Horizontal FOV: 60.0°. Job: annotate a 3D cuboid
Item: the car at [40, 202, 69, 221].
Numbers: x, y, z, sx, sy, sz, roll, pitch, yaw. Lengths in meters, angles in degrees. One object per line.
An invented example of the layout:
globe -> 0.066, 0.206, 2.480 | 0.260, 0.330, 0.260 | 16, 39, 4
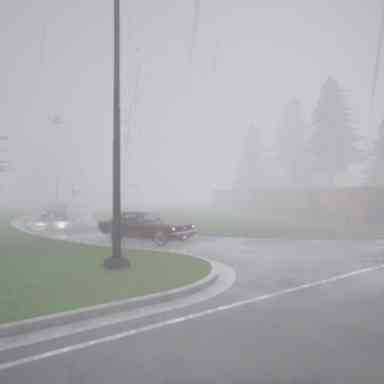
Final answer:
car -> -11.221, 1.529, 27.368 | 1.812, 1.442, 4.674 | 0, 0, -17

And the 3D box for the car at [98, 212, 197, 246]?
car -> -2.103, 1.605, 15.452 | 4.718, 1.301, 1.895 | 0, 0, 35
